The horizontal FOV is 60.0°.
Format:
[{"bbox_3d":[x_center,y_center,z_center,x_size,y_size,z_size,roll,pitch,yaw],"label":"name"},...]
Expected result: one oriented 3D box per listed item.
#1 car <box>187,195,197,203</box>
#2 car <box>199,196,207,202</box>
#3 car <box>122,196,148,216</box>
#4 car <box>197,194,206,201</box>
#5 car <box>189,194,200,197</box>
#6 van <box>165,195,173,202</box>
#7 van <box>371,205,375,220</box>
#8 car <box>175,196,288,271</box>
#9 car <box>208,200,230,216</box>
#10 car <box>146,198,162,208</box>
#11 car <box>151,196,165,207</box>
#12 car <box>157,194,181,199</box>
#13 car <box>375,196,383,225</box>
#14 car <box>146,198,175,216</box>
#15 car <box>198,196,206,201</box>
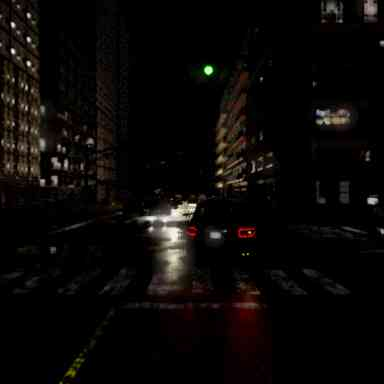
[{"bbox_3d":[0.010,1.546,74.069,2.128,1.511,4.902,0,0,0],"label":"car"},{"bbox_3d":[2.697,1.744,83.511,1.887,1.381,4.507,0,0,0],"label":"car"},{"bbox_3d":[-5.691,1.380,33.765,2.192,1.841,5.009,0,0,0],"label":"car"},{"bbox_3d":[2.696,1.550,94.567,2.192,1.841,5.009,0,0,0],"label":"car"},{"bbox_3d":[0.009,1.618,63.647,1.882,1.535,5.008,0,0,0],"label":"car"},{"bbox_3d":[-5.685,1.540,83.513,1.690,1.788,3.998,0,0,0],"label":"van"},{"bbox_3d":[13.711,1.148,21.317,3.998,1.788,1.690,-1,1,0],"label":"van"},{"bbox_3d":[1.707,1.241,11.325,2.150,2.045,5.566,-1,0,24],"label":"car"},{"bbox_3d":[2.690,1.610,33.762,1.887,1.381,4.507,0,0,0],"label":"car"},{"bbox_3d":[-5.688,1.670,50.347,1.947,1.339,4.313,0,0,0],"label":"car"},{"bbox_3d":[-5.688,1.558,55.875,1.967,1.590,4.097,0,0,0],"label":"car"},{"bbox_3d":[-3.070,1.314,44.894,2.150,2.045,5.566,0,0,0],"label":"car"},{"bbox_3d":[13.369,1.172,18.772,4.553,1.767,2.097,-1,0,1],"label":"car"},{"bbox_3d":[-3.080,1.628,33.102,1.994,1.385,4.181,0,0,1],"label":"car"},{"bbox_3d":[2.698,1.768,89.038,2.008,1.369,4.403,0,0,0],"label":"car"}]
